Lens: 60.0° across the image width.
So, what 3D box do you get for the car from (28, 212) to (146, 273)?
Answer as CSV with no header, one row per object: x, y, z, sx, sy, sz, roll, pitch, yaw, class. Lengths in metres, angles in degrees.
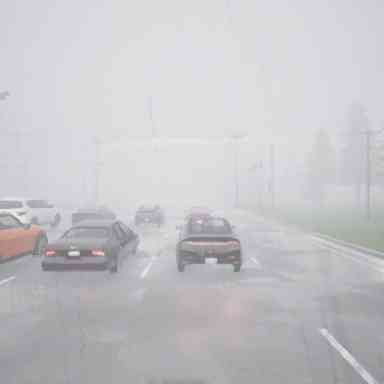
-3.008,1.629,10.962,2.033,1.411,5.357,0,0,0,car

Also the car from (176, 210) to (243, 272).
0.490,1.574,11.008,2.128,1.511,4.902,0,0,0,car

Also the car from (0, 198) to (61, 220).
-10.035,1.371,20.420,2.150,2.045,5.566,0,-1,0,car

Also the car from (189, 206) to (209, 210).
0.455,1.693,22.621,1.812,1.442,4.674,0,0,0,car

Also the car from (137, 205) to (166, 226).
-3.047,1.675,24.731,2.128,1.511,4.902,0,0,0,car

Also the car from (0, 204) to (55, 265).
-6.519,1.432,10.739,2.097,1.767,4.553,0,0,0,car

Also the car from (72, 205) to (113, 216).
-6.541,1.645,22.580,1.882,1.535,5.008,0,0,0,car
